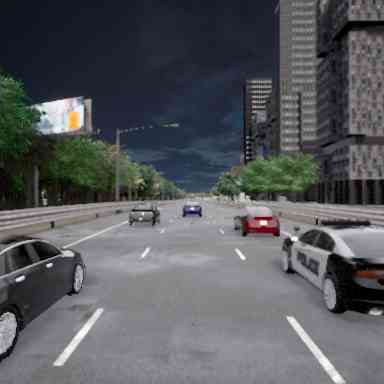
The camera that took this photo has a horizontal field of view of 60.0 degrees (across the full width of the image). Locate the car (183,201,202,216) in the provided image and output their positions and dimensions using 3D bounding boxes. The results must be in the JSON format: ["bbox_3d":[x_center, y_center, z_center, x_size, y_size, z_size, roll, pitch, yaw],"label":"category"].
[{"bbox_3d":[0.033,1.794,36.061,2.163,1.488,4.792,0,-1,0],"label":"car"}]

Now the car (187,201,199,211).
[{"bbox_3d":[0.155,2.156,52.576,1.812,1.442,4.674,0,-1,0],"label":"car"}]

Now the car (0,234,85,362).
[{"bbox_3d":[-3.397,1.511,5.849,1.837,1.490,4.892,0,0,0],"label":"car"}]

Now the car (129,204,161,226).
[{"bbox_3d":[-3.374,1.613,24.385,2.128,1.511,4.902,0,-1,0],"label":"car"}]

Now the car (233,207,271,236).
[{"bbox_3d":[3.519,1.569,18.693,2.163,1.488,4.792,0,0,0],"label":"car"}]

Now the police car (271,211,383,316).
[{"bbox_3d":[3.504,1.435,7.773,1.930,1.638,5.238,0,0,0],"label":"police car"}]
